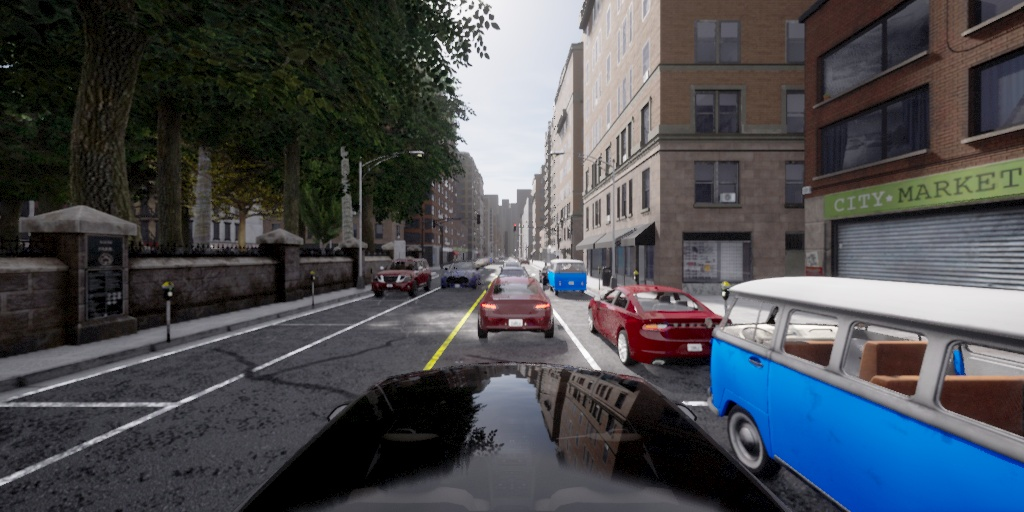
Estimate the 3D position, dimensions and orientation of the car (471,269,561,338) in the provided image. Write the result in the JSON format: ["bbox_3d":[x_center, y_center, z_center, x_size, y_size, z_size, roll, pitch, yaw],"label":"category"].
[{"bbox_3d":[0.095,1.271,10.032,1.812,1.442,4.674,0,0,0],"label":"car"}]

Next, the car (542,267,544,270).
[{"bbox_3d":[2.857,1.298,24.812,1.948,1.339,4.313,0,0,0],"label":"car"}]

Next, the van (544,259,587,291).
[{"bbox_3d":[2.857,1.079,19.152,1.690,1.789,3.998,0,0,0],"label":"van"}]

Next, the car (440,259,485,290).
[{"bbox_3d":[-3.062,1.085,22.392,2.097,1.767,4.553,0,0,0],"label":"car"}]

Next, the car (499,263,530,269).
[{"bbox_3d":[0.097,1.285,19.611,2.033,1.411,5.357,0,0,1],"label":"car"}]

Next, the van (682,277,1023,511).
[{"bbox_3d":[2.856,1.091,2.170,1.690,1.789,3.998,0,0,0],"label":"van"}]

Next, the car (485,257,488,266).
[{"bbox_3d":[-5.667,1.205,62.631,1.751,1.417,4.829,0,0,0],"label":"car"}]

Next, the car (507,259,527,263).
[{"bbox_3d":[0.004,1.232,29.355,1.837,1.490,4.892,0,0,0],"label":"car"}]

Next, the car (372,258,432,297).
[{"bbox_3d":[-5.668,1.053,19.112,2.192,1.841,5.009,0,0,0],"label":"car"}]

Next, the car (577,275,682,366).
[{"bbox_3d":[2.857,1.292,7.831,1.888,1.381,4.507,0,0,0],"label":"car"}]
